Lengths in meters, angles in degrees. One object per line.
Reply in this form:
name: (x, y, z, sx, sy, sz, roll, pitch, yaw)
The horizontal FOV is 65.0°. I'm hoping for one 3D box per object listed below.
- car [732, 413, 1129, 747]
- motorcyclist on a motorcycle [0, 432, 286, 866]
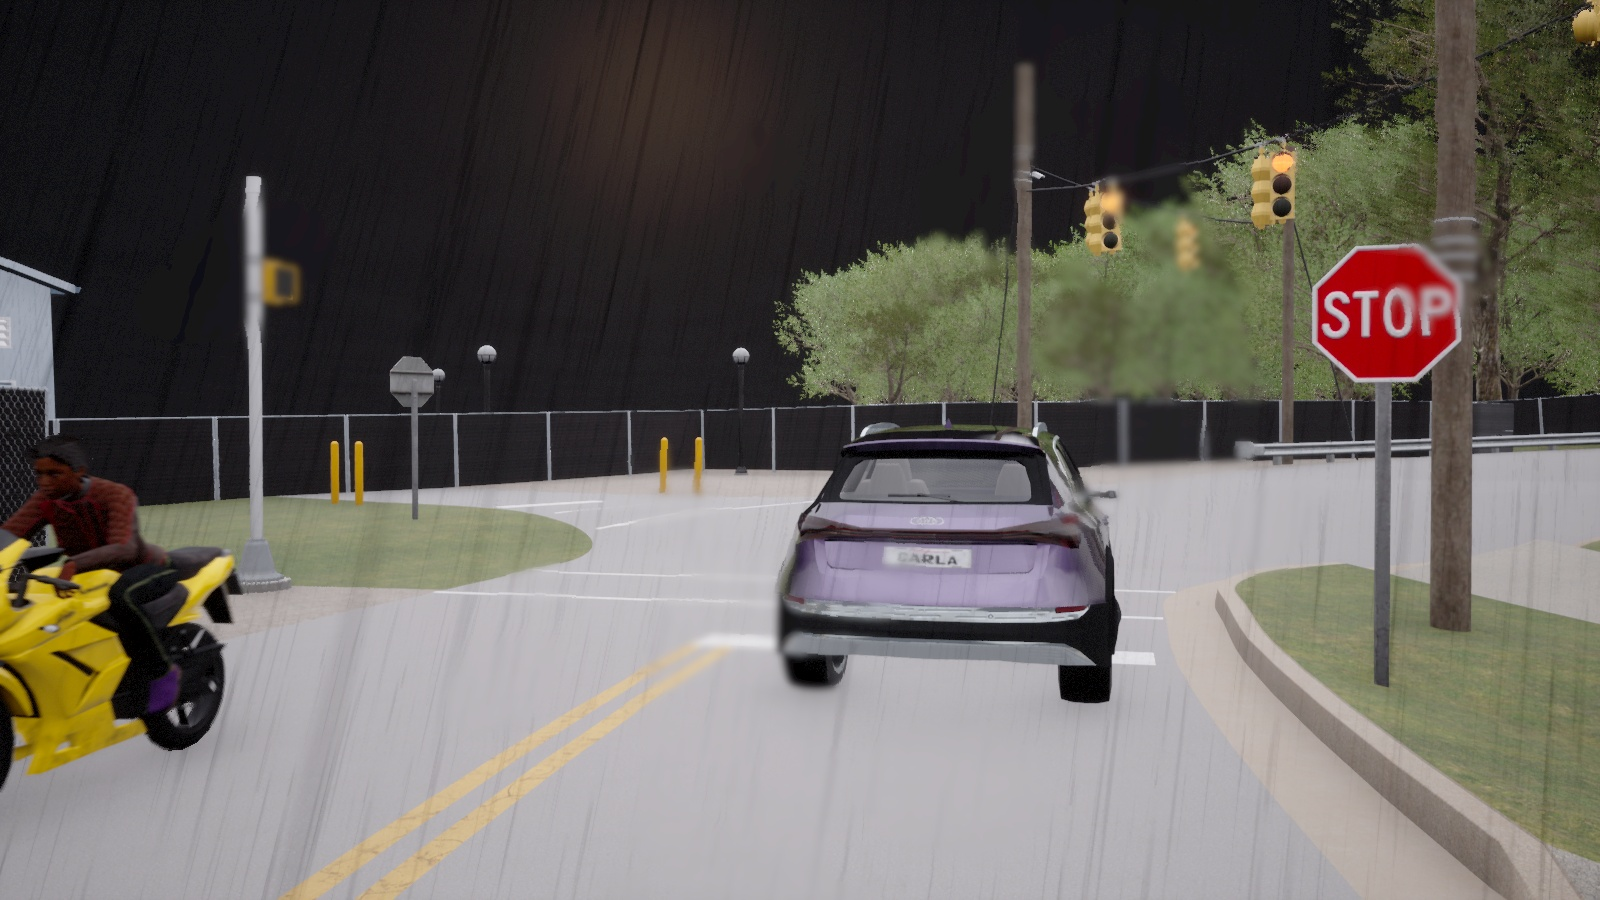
car: (1.199, 0.625, 8.790, 2.033, 1.649, 4.856, 0, 0, 14)
motorcyclist on a motorcycle: (-3.087, 0.691, 5.271, 0.797, 1.523, 2.044, 0, 0, 8)
